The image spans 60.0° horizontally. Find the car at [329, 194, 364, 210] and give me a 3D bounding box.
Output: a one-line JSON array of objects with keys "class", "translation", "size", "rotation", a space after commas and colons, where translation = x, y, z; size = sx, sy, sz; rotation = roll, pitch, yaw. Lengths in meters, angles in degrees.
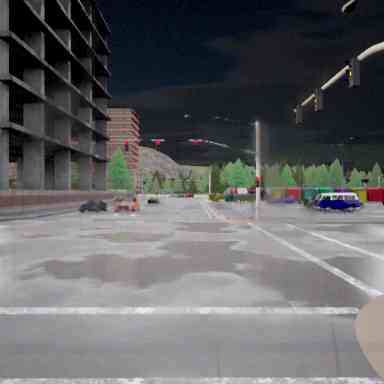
[{"class": "car", "translation": [21.801, 1.448, 46.623], "size": [3.806, 1.475, 1.970], "rotation": [0, 0, 1]}]

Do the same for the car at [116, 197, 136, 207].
[{"class": "car", "translation": [-10.535, 1.544, 53.642], "size": [2.033, 1.411, 5.357], "rotation": [0, 0, 1]}]

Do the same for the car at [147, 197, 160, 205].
[{"class": "car", "translation": [-6.974, 1.597, 60.199], "size": [1.895, 1.301, 4.718], "rotation": [0, 0, 1]}]

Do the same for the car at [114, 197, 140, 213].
[{"class": "car", "translation": [-7.158, 1.351, 36.918], "size": [2.097, 1.767, 4.553], "rotation": [0, 0, 0]}]

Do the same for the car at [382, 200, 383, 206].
[{"class": "car", "translation": [37.069, 1.416, 60.439], "size": [3.905, 1.438, 1.784], "rotation": [0, 0, 1]}]

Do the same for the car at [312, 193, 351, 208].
[{"class": "car", "translation": [21.829, 1.206, 52.202], "size": [4.605, 1.855, 1.932], "rotation": [0, 0, 1]}]

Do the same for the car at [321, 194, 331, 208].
[{"class": "car", "translation": [21.842, 1.416, 49.518], "size": [3.905, 1.438, 1.784], "rotation": [0, 0, 1]}]

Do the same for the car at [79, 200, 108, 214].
[{"class": "car", "translation": [-10.663, 1.545, 36.376], "size": [2.033, 1.411, 5.357], "rotation": [0, 0, 0]}]
